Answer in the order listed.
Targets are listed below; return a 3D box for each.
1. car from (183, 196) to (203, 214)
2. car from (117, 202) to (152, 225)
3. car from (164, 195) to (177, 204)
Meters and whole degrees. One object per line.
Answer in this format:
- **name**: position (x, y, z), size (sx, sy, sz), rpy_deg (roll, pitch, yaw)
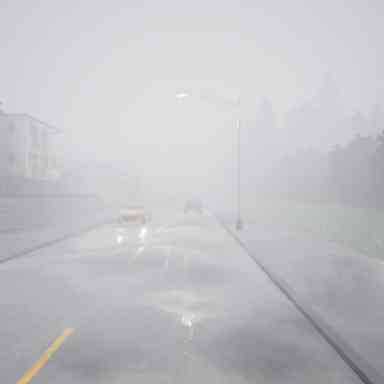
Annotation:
- **car**: position (0.113, 1.513, 35.737), size (1.837, 1.490, 4.892), rpy_deg (0, 0, 0)
- **car**: position (-4.077, 1.484, 24.246), size (1.882, 1.535, 5.008), rpy_deg (0, 0, 0)
- **car**: position (-3.972, 1.368, 61.414), size (2.097, 1.767, 4.553), rpy_deg (0, -1, 0)
